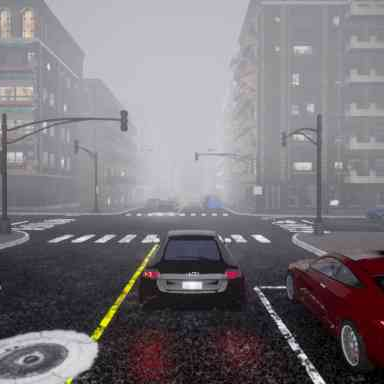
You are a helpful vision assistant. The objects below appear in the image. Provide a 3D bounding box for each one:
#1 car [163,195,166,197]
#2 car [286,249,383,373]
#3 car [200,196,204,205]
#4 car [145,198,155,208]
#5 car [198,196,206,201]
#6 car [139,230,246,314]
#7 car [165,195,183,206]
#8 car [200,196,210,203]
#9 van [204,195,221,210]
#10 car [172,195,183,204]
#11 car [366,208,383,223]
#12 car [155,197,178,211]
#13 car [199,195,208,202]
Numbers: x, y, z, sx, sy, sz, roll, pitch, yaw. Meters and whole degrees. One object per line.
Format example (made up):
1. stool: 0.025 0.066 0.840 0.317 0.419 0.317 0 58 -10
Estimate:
1. car: -5.833 1.632 54.325 1.947 1.339 4.313 -1 0 0
2. car: 2.793 1.582 5.353 1.802 1.307 4.206 0 0 0
3. car: 2.729 1.368 48.752 2.192 1.841 5.009 -1 0 0
4. car: -5.834 1.635 48.803 1.802 1.307 4.206 -1 0 0
5. car: 2.768 1.769 92.923 1.947 1.339 4.313 -1 0 0
6. car: 0.003 1.564 7.691 1.994 1.385 4.181 0 0 0
7. car: -3.082 1.615 54.748 2.033 1.411 5.357 0 0 0
8. car: 2.693 1.663 70.835 1.887 1.381 4.507 -1 0 0
9. van: 2.818 1.382 43.255 1.690 1.788 3.998 -1 0 0
10. car: -2.988 1.466 69.619 2.097 1.767 4.553 0 0 0
11. car: 16.454 1.660 26.264 5.008 1.535 1.882 1 0 0
12. car: -3.093 1.638 40.920 1.895 1.301 4.718 0 0 0
13. car: 2.742 1.598 81.878 1.967 1.590 4.097 -1 0 0
